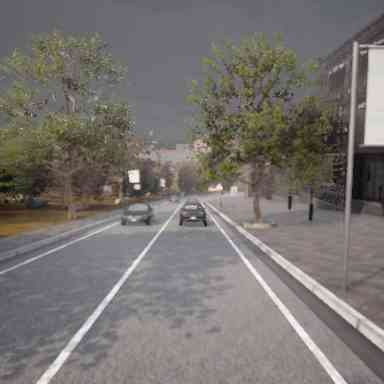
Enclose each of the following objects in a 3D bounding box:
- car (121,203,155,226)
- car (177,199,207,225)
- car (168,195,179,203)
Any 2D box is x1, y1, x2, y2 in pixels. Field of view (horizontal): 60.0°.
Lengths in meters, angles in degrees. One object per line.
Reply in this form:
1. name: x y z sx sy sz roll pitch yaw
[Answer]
1. car: -3.610 1.484 22.906 1.812 1.442 4.674 0 0 0
2. car: 0.075 1.482 23.446 1.812 1.442 4.674 0 0 0
3. car: -3.497 1.378 65.068 2.128 1.511 4.902 0 0 1
